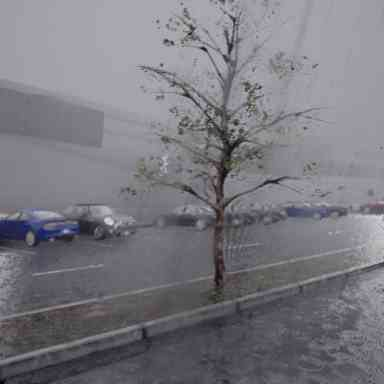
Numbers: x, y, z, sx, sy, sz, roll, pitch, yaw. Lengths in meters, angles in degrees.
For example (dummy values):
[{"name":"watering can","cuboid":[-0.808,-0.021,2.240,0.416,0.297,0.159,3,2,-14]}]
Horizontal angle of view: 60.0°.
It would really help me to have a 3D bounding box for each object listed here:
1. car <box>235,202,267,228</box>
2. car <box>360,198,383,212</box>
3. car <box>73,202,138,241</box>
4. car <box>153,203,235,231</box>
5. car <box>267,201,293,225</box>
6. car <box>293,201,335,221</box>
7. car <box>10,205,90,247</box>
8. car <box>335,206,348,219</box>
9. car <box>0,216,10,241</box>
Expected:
[{"name":"car","cuboid":[2.108,1.511,22.352,4.892,1.521,2.231,-1,0,32]},{"name":"car","cuboid":[22.657,1.680,39.410,5.008,1.535,2.097,0,-1,30]},{"name":"car","cuboid":[-4.924,1.385,16.949,4.553,1.767,2.185,-1,-1,34]},{"name":"car","cuboid":[-0.210,1.510,20.519,4.892,1.521,2.231,-1,0,32]},{"name":"car","cuboid":[4.414,1.515,24.207,4.892,1.521,2.231,-1,0,31]},{"name":"car","cuboid":[8.967,1.527,27.980,5.008,1.535,2.097,-1,-1,31]},{"name":"car","cuboid":[-7.261,1.511,15.158,5.008,1.535,2.097,-1,0,34]},{"name":"car","cuboid":[11.242,1.538,29.878,5.008,1.535,2.097,-1,-1,30]},{"name":"car","cuboid":[-9.647,1.556,13.423,4.674,1.452,2.002,-1,-1,35]}]
